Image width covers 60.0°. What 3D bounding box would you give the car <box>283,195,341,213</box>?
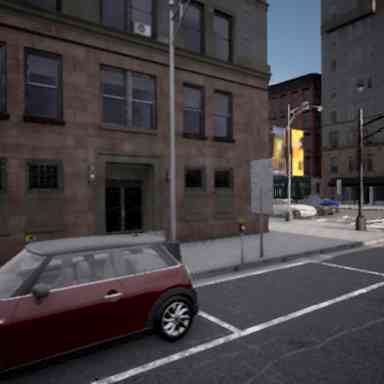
[{"bbox_3d":[11.495,1.124,32.201,1.882,1.535,5.008,-1,1,-36],"label":"car"}]

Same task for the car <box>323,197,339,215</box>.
[{"bbox_3d":[10.131,1.259,28.128,1.994,1.385,4.181,-1,1,-36],"label":"car"}]

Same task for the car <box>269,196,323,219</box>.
[{"bbox_3d":[7.500,1.258,26.215,1.812,1.442,4.674,-1,1,-36],"label":"car"}]

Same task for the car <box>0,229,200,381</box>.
[{"bbox_3d":[-1.967,1.428,4.786,4.097,1.590,1.967,-1,0,-36],"label":"car"}]
